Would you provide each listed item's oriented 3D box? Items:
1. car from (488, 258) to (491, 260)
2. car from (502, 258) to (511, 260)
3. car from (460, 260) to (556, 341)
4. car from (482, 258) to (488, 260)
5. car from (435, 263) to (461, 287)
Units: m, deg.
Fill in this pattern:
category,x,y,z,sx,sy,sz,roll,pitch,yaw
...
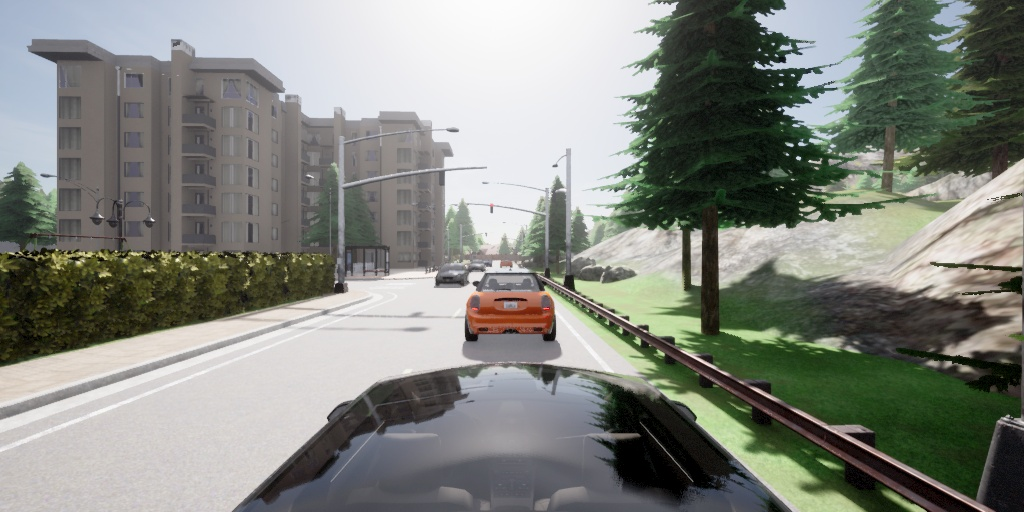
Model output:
category,x,y,z,sx,sy,sz,roll,pitch,yaw
car,-4.612,1.105,64.197,2.097,1.767,4.553,0,0,-1
car,-0.959,1.102,61.268,2.097,1.767,4.553,0,0,-1
car,-0.057,1.102,10.012,2.097,1.767,4.553,0,0,-1
car,-4.346,1.254,44.222,1.837,1.490,4.892,0,0,-1
car,-3.988,1.248,24.413,1.837,1.490,4.892,0,0,-1
